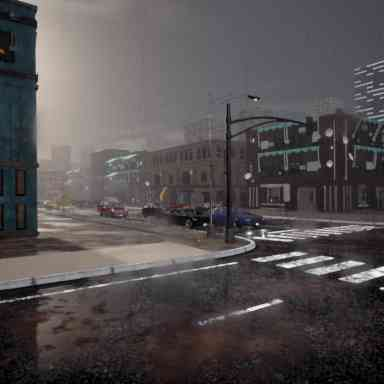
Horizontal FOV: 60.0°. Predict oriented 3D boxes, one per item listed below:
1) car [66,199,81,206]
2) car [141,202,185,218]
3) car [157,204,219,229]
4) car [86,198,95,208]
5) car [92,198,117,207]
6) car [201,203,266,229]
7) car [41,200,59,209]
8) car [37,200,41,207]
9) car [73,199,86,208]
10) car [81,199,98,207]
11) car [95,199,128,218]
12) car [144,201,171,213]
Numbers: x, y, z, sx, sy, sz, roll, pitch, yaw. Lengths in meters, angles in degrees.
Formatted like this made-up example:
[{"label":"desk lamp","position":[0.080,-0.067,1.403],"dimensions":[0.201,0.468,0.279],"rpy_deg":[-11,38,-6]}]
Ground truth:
[{"label":"car","position":[-27.129,2.364,76.135],"dimensions":[1.947,1.339,4.313],"rpy_deg":[-1,0,-35]},{"label":"car","position":[-3.198,1.812,32.451],"dimensions":[2.128,1.511,4.902],"rpy_deg":[-1,0,-35]},{"label":"car","position":[-0.385,1.815,23.793],"dimensions":[1.947,1.339,4.313],"rpy_deg":[-1,0,-35]},{"label":"car","position":[-17.520,1.940,62.595],"dimensions":[2.192,1.841,5.009],"rpy_deg":[-1,0,-35]},{"label":"car","position":[-10.651,1.959,42.972],"dimensions":[2.128,1.511,4.902],"rpy_deg":[-1,0,-35]},{"label":"car","position":[2.782,1.750,23.990],"dimensions":[2.033,1.411,5.357],"rpy_deg":[-1,0,-34]},{"label":"car","position":[-24.248,2.233,57.603],"dimensions":[1.752,1.417,4.829],"rpy_deg":[-1,0,-35]},{"label":"car","position":[-30.756,2.376,66.768],"dimensions":[2.008,1.369,4.403],"rpy_deg":[-1,0,-35]},{"label":"car","position":[-20.457,2.192,62.280],"dimensions":[1.812,1.442,4.674],"rpy_deg":[-1,0,-35]},{"label":"car","position":[-20.719,2.228,67.108],"dimensions":[1.887,1.381,4.507],"rpy_deg":[-1,0,-35]},{"label":"car","position":[-8.324,1.847,35.177],"dimensions":[1.967,1.590,4.097],"rpy_deg":[-1,0,-35]},{"label":"car","position":[-4.693,1.966,44.544],"dimensions":[1.802,1.307,4.206],"rpy_deg":[-2,0,-35]}]
